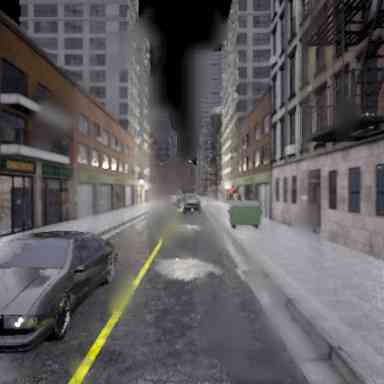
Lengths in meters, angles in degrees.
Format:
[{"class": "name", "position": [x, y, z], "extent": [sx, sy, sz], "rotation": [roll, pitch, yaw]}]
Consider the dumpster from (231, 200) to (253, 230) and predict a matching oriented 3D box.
[{"class": "dumpster", "position": [3.024, 1.358, 20.218], "extent": [1.020, 1.700, 1.940], "rotation": [0, 0, 0]}]

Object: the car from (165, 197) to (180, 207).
[{"class": "car", "position": [-2.809, 1.421, 48.452], "extent": [2.128, 1.511, 4.902], "rotation": [0, 0, 0]}]

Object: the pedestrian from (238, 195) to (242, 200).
[{"class": "pedestrian", "position": [3.018, 1.102, 21.220], "extent": [0.375, 1.860, 0.375], "rotation": [-1, 1, -14]}]

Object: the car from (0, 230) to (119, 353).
[{"class": "car", "position": [-2.849, 1.534, 6.707], "extent": [2.033, 1.411, 5.357], "rotation": [0, 0, 0]}]

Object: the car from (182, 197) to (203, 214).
[{"class": "car", "position": [0.060, 1.448, 34.662], "extent": [1.837, 1.490, 4.892], "rotation": [0, 0, 1]}]

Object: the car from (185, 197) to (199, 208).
[{"class": "car", "position": [0.050, 1.437, 47.351], "extent": [1.837, 1.490, 4.892], "rotation": [0, 0, 1]}]
